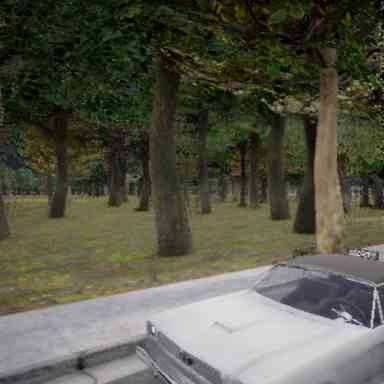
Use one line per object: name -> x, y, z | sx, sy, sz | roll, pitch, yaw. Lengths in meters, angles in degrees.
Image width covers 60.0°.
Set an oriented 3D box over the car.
car -> 1.736, 1.602, 4.311 | 4.718, 1.301, 1.895 | 0, 0, -36
